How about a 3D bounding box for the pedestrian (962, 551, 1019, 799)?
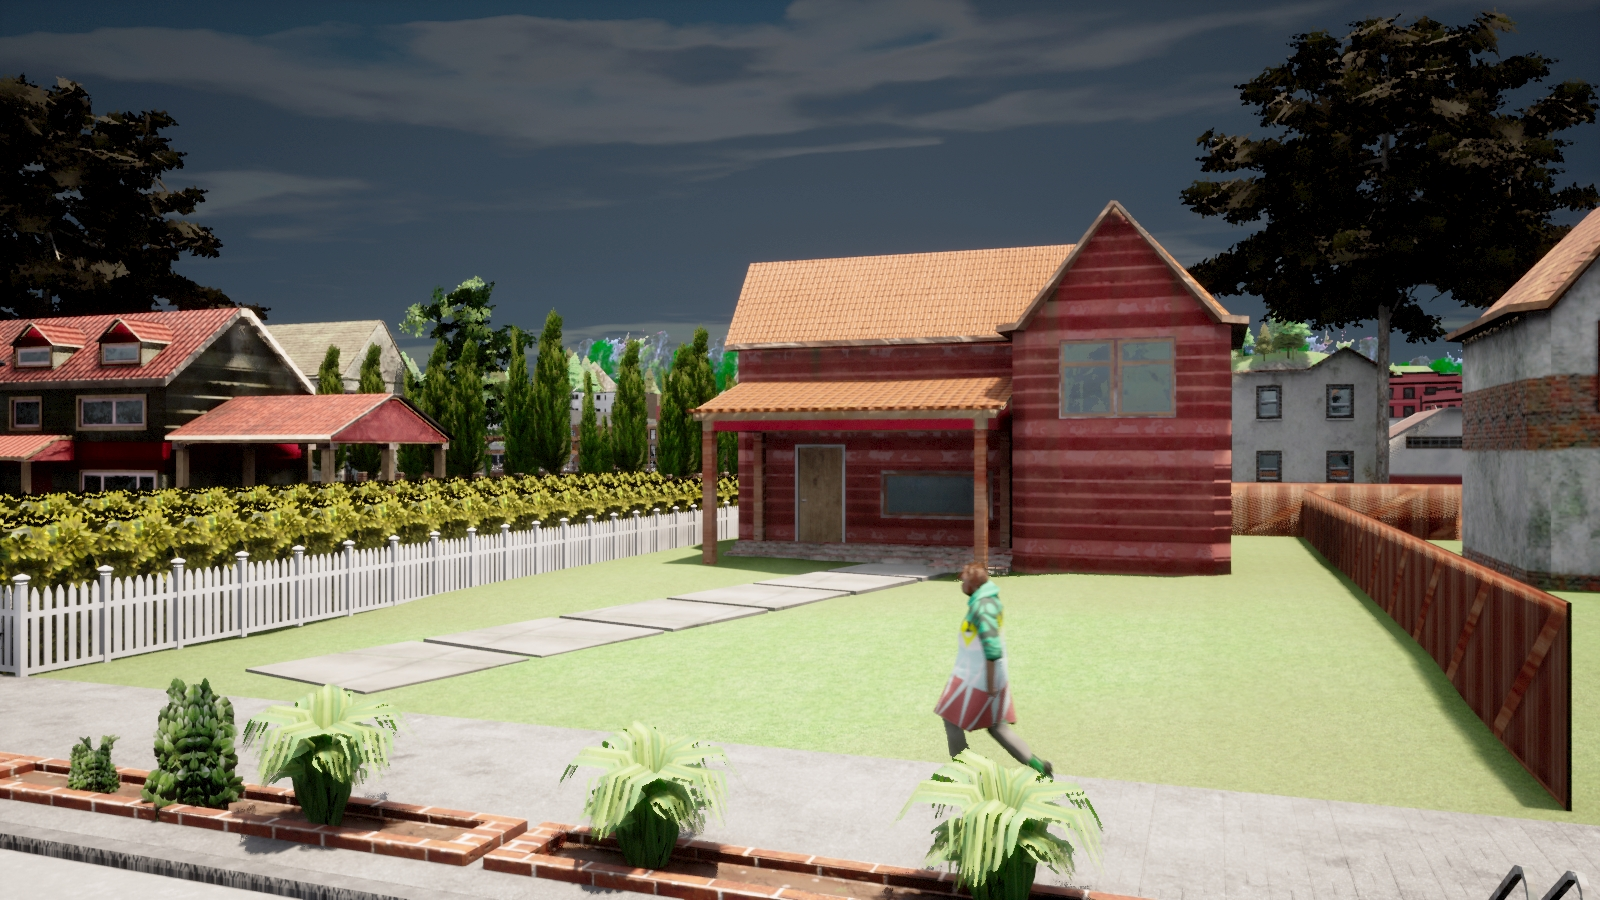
[{"bbox_3d":[1.503,1.744,9.003,0.375,1.860,0.375,0,0,20],"label":"pedestrian"}]
